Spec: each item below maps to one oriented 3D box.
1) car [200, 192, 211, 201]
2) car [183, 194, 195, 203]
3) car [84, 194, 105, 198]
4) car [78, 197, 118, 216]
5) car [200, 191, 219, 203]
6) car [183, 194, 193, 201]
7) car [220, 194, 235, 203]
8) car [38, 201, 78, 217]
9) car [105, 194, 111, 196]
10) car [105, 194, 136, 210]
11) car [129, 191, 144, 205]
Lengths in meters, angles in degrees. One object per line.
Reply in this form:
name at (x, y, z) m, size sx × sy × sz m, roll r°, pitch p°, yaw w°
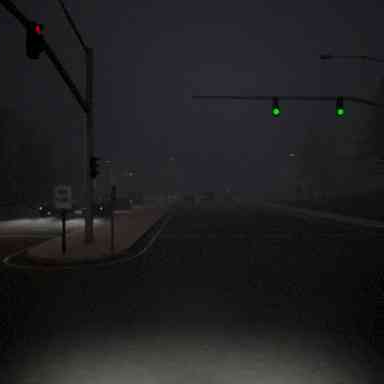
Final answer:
car at (2.758, 0.900, 68.062) m, size 2.097 × 1.767 × 4.553 m, roll 0°, pitch 0°, yaw -1°
car at (-0.583, 1.106, 57.576) m, size 1.882 × 1.535 × 5.008 m, roll 0°, pitch 0°, yaw -1°
car at (-11.883, 1.278, 38.416) m, size 1.812 × 1.442 × 4.674 m, roll 0°, pitch 0°, yaw -1°
car at (-8.259, 1.410, 29.645) m, size 1.895 × 1.301 × 4.718 m, roll 0°, pitch 0°, yaw -1°
car at (2.918, 0.850, 57.539) m, size 2.150 × 2.045 × 5.566 m, roll 0°, pitch 0°, yaw -1°
car at (-0.742, 1.100, 68.015) m, size 1.994 × 1.385 × 4.181 m, roll 0°, pitch 0°, yaw -1°
car at (6.411, 1.150, 58.056) m, size 1.812 × 1.442 × 4.674 m, roll 0°, pitch 0°, yaw -1°
car at (-11.758, 1.411, 29.516) m, size 1.895 × 1.301 × 4.718 m, roll 0°, pitch 0°, yaw -1°
car at (-11.986, 1.042, 48.113) m, size 2.097 × 1.767 × 4.553 m, roll 0°, pitch 0°, yaw 0°
car at (-8.398, 1.294, 39.289) m, size 2.033 × 1.411 × 5.357 m, roll 0°, pitch 0°, yaw -1°
car at (-8.505, 0.899, 49.993) m, size 2.150 × 2.045 × 5.566 m, roll 0°, pitch 0°, yaw 0°
